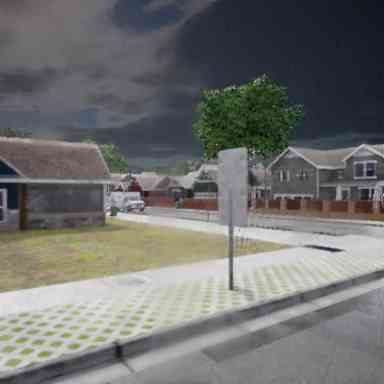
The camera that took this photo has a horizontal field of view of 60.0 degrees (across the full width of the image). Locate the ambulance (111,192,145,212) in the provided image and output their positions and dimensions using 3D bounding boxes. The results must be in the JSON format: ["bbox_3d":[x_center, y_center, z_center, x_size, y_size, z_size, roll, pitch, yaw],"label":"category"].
[{"bbox_3d":[-8.164,1.232,42.486,2.351,2.431,6.366,0,0,-35],"label":"ambulance"}]
